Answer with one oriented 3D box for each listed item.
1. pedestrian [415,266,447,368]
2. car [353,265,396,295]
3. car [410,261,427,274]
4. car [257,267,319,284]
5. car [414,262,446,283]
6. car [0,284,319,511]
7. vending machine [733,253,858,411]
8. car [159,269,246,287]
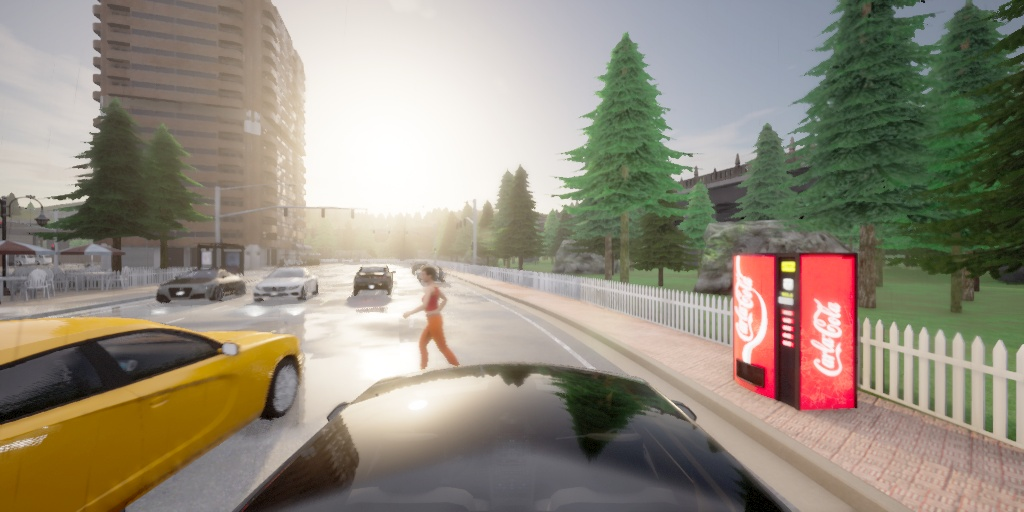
[{"bbox_3d":[-1.251,1.043,5.602,0.375,1.860,0.375,0,0,-7],"label":"pedestrian"},{"bbox_3d":[-7.597,1.251,19.914,1.837,1.490,4.892,0,0,-17],"label":"car"},{"bbox_3d":[-10.431,1.252,40.814,1.837,1.490,4.892,0,0,-17],"label":"car"},{"bbox_3d":[-10.471,1.273,16.971,1.812,1.442,4.674,0,0,-17],"label":"car"},{"bbox_3d":[-6.454,1.346,28.280,1.895,1.301,4.718,0,0,-18],"label":"car"},{"bbox_3d":[-3.653,1.227,2.805,1.882,1.535,5.008,0,0,-3],"label":"car"},{"bbox_3d":[3.738,0.945,4.843,1.100,2.100,0.880,0,0,-6],"label":"vending machine"},{"bbox_3d":[-13.948,1.311,16.357,1.994,1.385,4.181,0,0,-17],"label":"car"}]
